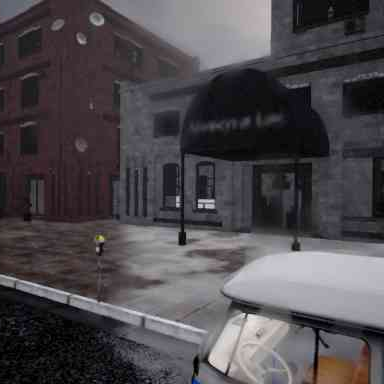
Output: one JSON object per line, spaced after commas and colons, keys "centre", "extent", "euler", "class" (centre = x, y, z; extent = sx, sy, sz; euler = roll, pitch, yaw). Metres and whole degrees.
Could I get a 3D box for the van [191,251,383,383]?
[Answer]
{"centre": [1.798, 1.341, 1.622], "extent": [3.998, 1.788, 1.690], "euler": [0, 1, 34], "class": "van"}
